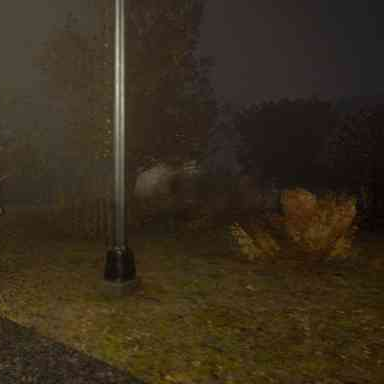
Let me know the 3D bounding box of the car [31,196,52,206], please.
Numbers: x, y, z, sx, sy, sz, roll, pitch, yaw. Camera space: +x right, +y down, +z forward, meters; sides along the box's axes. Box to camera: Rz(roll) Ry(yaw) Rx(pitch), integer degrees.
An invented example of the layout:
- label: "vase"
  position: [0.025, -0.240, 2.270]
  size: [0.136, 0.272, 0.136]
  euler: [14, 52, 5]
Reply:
- label: "car"
  position: [-24.629, 1.482, 56.194]
  size: [2.097, 1.767, 4.553]
  euler: [0, -1, 36]
